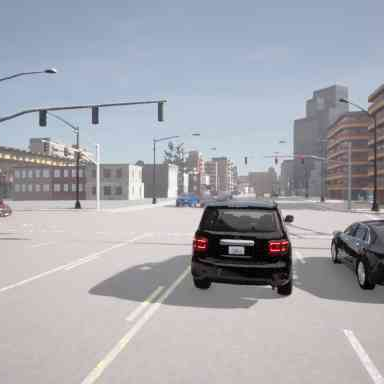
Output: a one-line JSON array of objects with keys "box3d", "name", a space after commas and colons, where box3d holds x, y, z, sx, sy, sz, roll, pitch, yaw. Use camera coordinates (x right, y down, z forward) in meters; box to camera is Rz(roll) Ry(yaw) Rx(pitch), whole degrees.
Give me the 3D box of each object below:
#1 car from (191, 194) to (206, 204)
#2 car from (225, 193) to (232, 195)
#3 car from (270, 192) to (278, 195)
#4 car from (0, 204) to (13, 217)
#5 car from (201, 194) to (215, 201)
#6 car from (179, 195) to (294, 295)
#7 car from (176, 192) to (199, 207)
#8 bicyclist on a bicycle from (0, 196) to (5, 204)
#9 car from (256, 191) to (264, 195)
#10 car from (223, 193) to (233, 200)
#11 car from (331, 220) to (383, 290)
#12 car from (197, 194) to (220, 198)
[{"box3d": [1.159, 1.217, 57.940, 1.837, 1.490, 4.892, 0, 1, 11], "name": "car"}, {"box3d": [6.034, 1.091, 64.244, 1.837, 1.490, 4.892, 0, 1, 12], "name": "car"}, {"box3d": [20.857, 0.743, 84.464, 2.033, 1.411, 5.357, 0, 1, 11], "name": "car"}, {"box3d": [-18.192, 1.351, 29.270, 4.553, 1.767, 2.097, 0, 0, 10], "name": "car"}, {"box3d": [3.297, 1.075, 68.204, 2.033, 1.411, 5.357, 0, 1, 12], "name": "car"}, {"box3d": [1.534, 1.221, 9.038, 2.150, 2.045, 5.566, 0, 0, 14], "name": "car"}, {"box3d": [-0.753, 1.079, 48.463, 2.150, 2.045, 5.566, 0, 1, 12], "name": "car"}, {"box3d": [-23.840, 1.303, 41.444, 0.582, 1.620, 1.656, 0, 0, 10], "name": "bicyclist on a bicycle"}, {"box3d": [17.423, 0.559, 85.141, 2.097, 1.767, 4.553, 0, 1, 11], "name": "car"}, {"box3d": [8.084, 0.926, 74.198, 1.812, 1.442, 4.674, 0, 1, 11], "name": "car"}, {"box3d": [5.095, 1.505, 8.918, 1.837, 1.490, 4.892, 0, 0, 11], "name": "car"}, {"box3d": [2.328, 1.381, 46.057, 1.837, 1.490, 4.892, 0, 1, 11], "name": "car"}]
